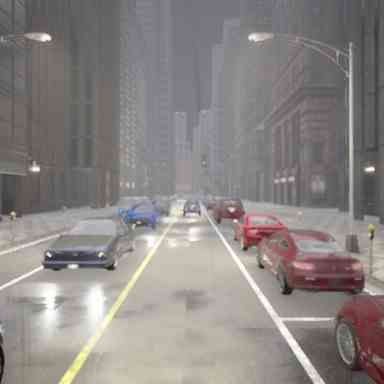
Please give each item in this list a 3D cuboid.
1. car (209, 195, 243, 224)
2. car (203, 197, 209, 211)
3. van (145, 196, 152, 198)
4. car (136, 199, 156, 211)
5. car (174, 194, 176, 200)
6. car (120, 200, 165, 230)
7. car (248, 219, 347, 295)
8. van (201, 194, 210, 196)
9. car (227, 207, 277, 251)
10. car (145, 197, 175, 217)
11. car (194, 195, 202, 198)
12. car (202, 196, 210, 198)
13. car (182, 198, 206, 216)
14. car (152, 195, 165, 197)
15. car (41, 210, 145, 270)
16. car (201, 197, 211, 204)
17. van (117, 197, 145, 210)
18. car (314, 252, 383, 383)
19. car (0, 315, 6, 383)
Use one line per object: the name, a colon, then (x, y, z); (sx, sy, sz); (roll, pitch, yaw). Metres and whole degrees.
car: (2.764, 1.358, 25.336); (2.192, 1.841, 5.009); (0, 0, 0)
car: (2.764, 1.639, 42.190); (1.947, 1.339, 4.313); (0, 0, 0)
van: (-5.761, 1.403, 36.555); (1.690, 1.788, 3.998); (0, 0, 0)
car: (-5.761, 1.623, 42.174); (2.008, 1.369, 4.403); (0, 0, 0)
car: (-5.761, 1.688, 86.954); (1.752, 1.417, 4.829); (0, 0, 0)
car: (-3.092, 1.514, 21.804); (1.882, 1.535, 5.008); (0, 0, 0)
car: (2.763, 1.596, 8.481); (1.802, 1.307, 4.206); (0, 0, 0)
van: (2.764, 1.436, 53.428); (1.690, 1.788, 3.998); (0, 0, 0)
car: (2.763, 1.568, 14.099); (1.887, 1.381, 4.507); (0, 0, 0)
car: (-3.050, 1.532, 32.305); (1.882, 1.535, 5.008); (0, 0, 1)
car: (0.022, 1.587, 45.742); (1.837, 1.490, 4.892); (0, 0, 0)
car: (2.764, 1.629, 47.809); (1.887, 1.381, 4.507); (0, 0, 0)
car: (0.001, 1.604, 33.097); (2.033, 1.411, 5.357); (0, 0, 0)
car: (-5.761, 1.410, 53.412); (2.192, 1.841, 5.009); (0, 0, 0)
car: (-3.097, 1.566, 11.332); (2.033, 1.411, 5.357); (0, 0, 0)
car: (2.764, 1.700, 64.664); (1.802, 1.307, 4.206); (0, 0, 0)
van: (-5.761, 1.393, 30.937); (1.690, 1.788, 3.998); (0, 0, 0)
car: (2.763, 1.587, 2.862); (1.802, 1.307, 4.206); (0, 0, 0)
car: (-3.153, 1.355, 1.786); (2.097, 1.767, 4.553); (0, 0, 1)
